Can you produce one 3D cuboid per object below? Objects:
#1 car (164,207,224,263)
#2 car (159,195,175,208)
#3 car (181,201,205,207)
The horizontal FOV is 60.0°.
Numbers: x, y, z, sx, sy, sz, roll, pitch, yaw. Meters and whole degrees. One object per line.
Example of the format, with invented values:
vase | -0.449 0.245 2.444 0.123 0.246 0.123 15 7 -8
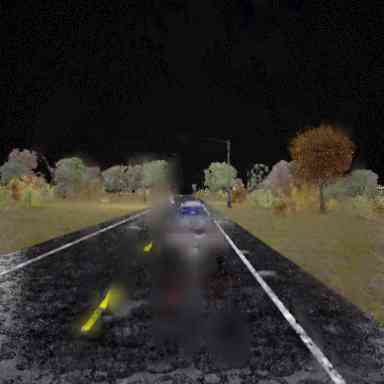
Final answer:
car | 0.065 1.499 11.939 2.128 1.511 4.902 0 0 0
car | -3.595 1.393 49.287 2.097 1.767 4.553 0 0 0
car | 0.070 1.495 28.569 1.882 1.535 5.008 0 0 0
